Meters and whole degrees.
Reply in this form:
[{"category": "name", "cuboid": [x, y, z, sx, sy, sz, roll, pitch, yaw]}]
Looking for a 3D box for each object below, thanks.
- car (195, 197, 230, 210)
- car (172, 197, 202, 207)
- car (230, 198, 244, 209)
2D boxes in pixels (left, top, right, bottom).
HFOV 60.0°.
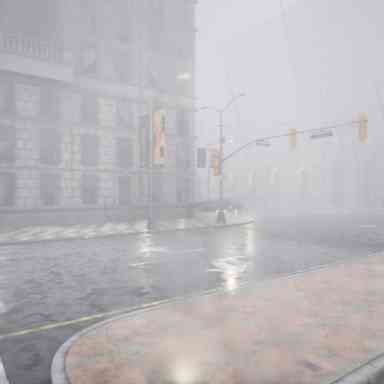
[{"category": "car", "cuboid": [2.298, 1.564, 42.232, 1.994, 1.385, 4.181, 0, 0, -36]}, {"category": "car", "cuboid": [-0.828, 1.547, 52.610, 2.033, 1.411, 5.357, 0, 0, -35]}, {"category": "car", "cuboid": [4.859, 1.505, 44.665, 1.837, 1.490, 4.892, 0, 0, -36]}]
